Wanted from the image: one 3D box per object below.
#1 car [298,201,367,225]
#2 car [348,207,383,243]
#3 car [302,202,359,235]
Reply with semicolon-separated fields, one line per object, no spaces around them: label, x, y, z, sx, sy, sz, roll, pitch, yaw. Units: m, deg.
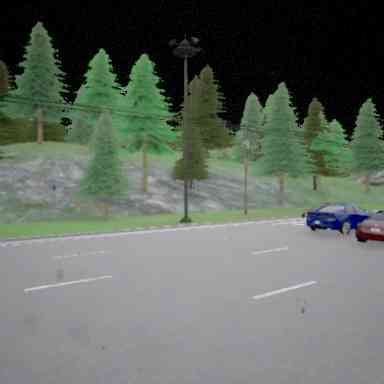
car;10.266;1.424;24.099;5.357;1.411;2.033;0;0;-35
car;8.957;1.477;14.449;4.181;1.385;1.994;0;0;-36
car;8.380;1.381;18.337;5.008;1.535;1.882;0;0;-36
